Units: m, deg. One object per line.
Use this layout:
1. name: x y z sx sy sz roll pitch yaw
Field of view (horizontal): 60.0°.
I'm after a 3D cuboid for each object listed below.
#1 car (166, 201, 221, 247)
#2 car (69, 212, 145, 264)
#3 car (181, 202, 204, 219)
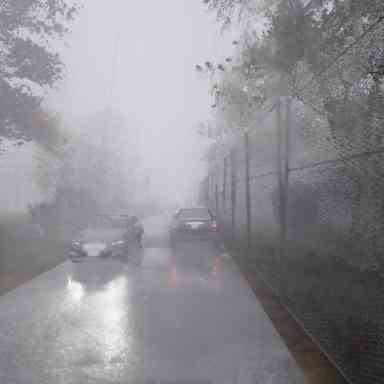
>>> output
1. car: 0.100 1.398 15.383 2.097 1.767 4.553 -1 0 0
2. car: -2.864 1.525 12.092 2.128 1.511 4.902 0 0 0
3. car: 0.017 1.762 33.310 2.128 1.511 4.902 0 -1 0
